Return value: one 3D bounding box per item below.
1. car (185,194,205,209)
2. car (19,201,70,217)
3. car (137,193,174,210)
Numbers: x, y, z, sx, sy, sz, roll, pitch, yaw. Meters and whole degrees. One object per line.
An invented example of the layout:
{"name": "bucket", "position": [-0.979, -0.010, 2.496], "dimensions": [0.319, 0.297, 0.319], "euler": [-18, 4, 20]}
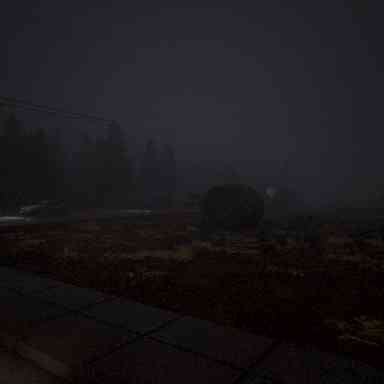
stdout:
{"name": "car", "position": [1.412, 1.247, 46.165], "dimensions": [2.150, 2.045, 5.566], "euler": [0, 0, 38]}
{"name": "car", "position": [-13.898, 1.551, 31.667], "dimensions": [1.812, 1.442, 4.674], "euler": [0, 0, 36]}
{"name": "car", "position": [-4.721, 1.237, 44.051], "dimensions": [2.150, 2.045, 5.566], "euler": [0, 1, 37]}
